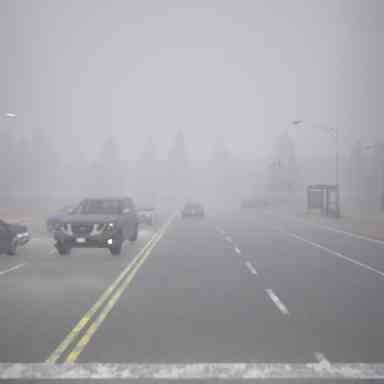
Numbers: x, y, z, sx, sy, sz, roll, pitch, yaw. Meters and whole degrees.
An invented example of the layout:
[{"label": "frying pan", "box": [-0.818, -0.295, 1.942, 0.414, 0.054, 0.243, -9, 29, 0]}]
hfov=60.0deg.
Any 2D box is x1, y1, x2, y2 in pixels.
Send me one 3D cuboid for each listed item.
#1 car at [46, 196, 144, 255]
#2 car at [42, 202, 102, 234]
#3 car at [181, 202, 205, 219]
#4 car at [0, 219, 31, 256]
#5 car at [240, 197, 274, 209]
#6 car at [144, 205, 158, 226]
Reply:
[{"label": "car", "box": [-3.605, 1.217, 13.668, 2.150, 2.045, 5.566, 0, 0, 1]}, {"label": "car", "box": [-7.073, 1.471, 20.250, 1.882, 1.535, 5.008, 0, 0, 0]}, {"label": "car", "box": [0.088, 1.555, 29.158, 1.994, 1.385, 4.181, 0, 0, 0]}, {"label": "car", "box": [-7.100, 1.544, 10.427, 2.033, 1.411, 5.357, 0, 0, 0]}, {"label": "car", "box": [8.593, 1.457, 43.584, 4.892, 1.490, 1.837, -1, -2, -29]}, {"label": "car", "box": [-3.553, 1.593, 23.642, 1.895, 1.301, 4.718, 0, 0, 1]}]
